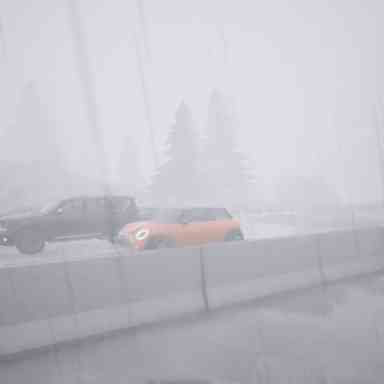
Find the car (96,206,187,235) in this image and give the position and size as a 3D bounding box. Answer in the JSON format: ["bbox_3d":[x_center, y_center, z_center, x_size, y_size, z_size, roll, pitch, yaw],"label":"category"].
[{"bbox_3d":[-2.798,1.512,18.749,4.718,1.301,1.895,0,0,-32],"label":"car"}]

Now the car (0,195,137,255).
[{"bbox_3d":[-4.682,1.163,13.372,5.566,2.045,2.150,0,0,-33],"label":"car"}]

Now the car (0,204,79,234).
[{"bbox_3d":[-9.343,1.470,18.690,5.357,1.411,2.033,0,0,-34],"label":"car"}]

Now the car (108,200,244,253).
[{"bbox_3d":[-0.377,1.292,11.955,4.553,1.767,2.097,0,0,-32],"label":"car"}]
